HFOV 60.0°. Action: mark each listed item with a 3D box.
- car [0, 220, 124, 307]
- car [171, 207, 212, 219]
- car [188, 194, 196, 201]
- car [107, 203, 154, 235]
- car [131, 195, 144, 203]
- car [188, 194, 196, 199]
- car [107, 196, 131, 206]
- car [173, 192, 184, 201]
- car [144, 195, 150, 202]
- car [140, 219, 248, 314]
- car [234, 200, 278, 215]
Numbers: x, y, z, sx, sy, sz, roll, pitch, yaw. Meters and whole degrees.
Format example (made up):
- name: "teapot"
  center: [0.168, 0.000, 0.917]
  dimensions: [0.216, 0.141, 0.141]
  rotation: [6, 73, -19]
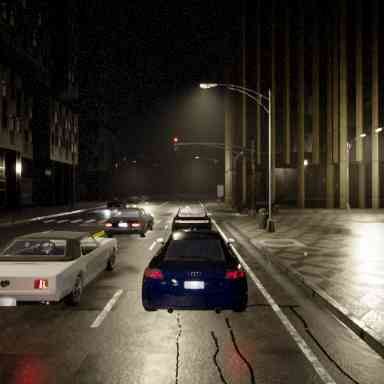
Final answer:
- name: "car"
  center: [-3.149, 1.597, 7.926]
  dimensions: [1.895, 1.301, 4.718]
  rotation: [0, 0, 0]
- name: "car"
  center: [-0.003, 1.477, 16.579]
  dimensions: [2.128, 1.511, 4.902]
  rotation: [0, 0, 0]
- name: "car"
  center: [-0.012, 1.336, 75.057]
  dimensions: [2.033, 1.411, 5.357]
  rotation: [0, 0, 0]
- name: "car"
  center: [-3.155, 1.531, 17.517]
  dimensions: [2.033, 1.411, 5.357]
  rotation: [0, 0, 0]
- name: "car"
  center: [-9.848, 1.426, 55.721]
  dimensions: [2.033, 1.411, 5.357]
  rotation: [0, 0, 0]
- name: "car"
  center: [-0.013, 1.192, 85.509]
  dimensions: [1.895, 1.301, 4.718]
  rotation: [0, 0, 0]
- name: "car"
  center: [-9.855, 1.522, 43.945]
  dimensions: [1.895, 1.301, 4.718]
  rotation: [0, 0, 0]
- name: "car"
  center: [-3.262, 1.296, 75.057]
  dimensions: [1.837, 1.490, 4.892]
  rotation: [0, 0, 0]
- name: "car"
  center: [-9.763, 1.371, 68.690]
  dimensions: [2.033, 1.411, 5.357]
  rotation: [0, 0, 0]
- name: "car"
  center: [0.085, 1.560, 7.705]
  dimensions: [1.994, 1.385, 4.181]
  rotation: [0, 0, 1]
- name: "car"
  center: [6.295, 1.486, 32.762]
  dimensions: [4.181, 1.385, 1.994]
  rotation: [0, 0, -3]
